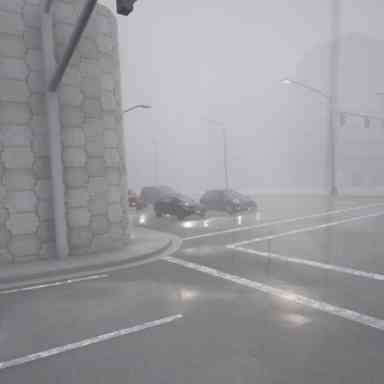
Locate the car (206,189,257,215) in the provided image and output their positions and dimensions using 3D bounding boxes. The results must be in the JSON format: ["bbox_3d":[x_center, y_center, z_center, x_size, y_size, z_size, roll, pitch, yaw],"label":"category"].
[{"bbox_3d":[2.503,0.571,23.975,2.097,1.767,4.553,-5,3,-35],"label":"car"}]

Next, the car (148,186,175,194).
[{"bbox_3d":[-3.038,0.439,31.803,2.150,2.045,5.566,-5,3,-35],"label":"car"}]

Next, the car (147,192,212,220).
[{"bbox_3d":[-0.964,0.977,22.855,1.812,1.442,4.674,-5,3,-35],"label":"car"}]

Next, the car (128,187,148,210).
[{"bbox_3d":[-6.580,0.671,30.764,2.150,2.045,5.566,-5,3,-35],"label":"car"}]
